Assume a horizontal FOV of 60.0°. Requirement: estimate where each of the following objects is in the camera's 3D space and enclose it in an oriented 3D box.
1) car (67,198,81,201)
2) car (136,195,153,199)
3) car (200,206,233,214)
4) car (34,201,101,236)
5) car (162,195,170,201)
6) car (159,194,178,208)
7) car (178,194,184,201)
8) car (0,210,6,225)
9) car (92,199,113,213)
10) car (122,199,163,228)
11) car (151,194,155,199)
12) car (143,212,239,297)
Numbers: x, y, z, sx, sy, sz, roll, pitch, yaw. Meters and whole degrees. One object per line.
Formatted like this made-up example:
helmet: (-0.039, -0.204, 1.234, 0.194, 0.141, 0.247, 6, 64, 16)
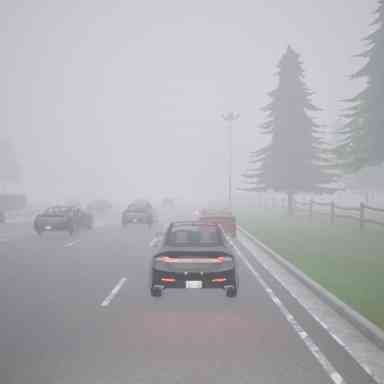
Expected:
car: (-17.109, 1.564, 48.038, 1.994, 1.385, 4.181, 0, 0, -16)
car: (-6.907, 1.547, 44.734, 2.033, 1.411, 5.357, 0, 0, 0)
car: (1.222, 1.478, 17.902, 1.882, 1.535, 5.008, 0, 0, 0)
car: (-6.902, 1.491, 18.419, 2.128, 1.511, 4.902, 0, 0, 0)
car: (-7.014, 1.524, 90.086, 1.812, 1.442, 4.674, 0, 0, 0)
car: (-3.405, 1.505, 49.184, 1.837, 1.490, 4.892, 0, 0, 0)
car: (-3.513, 1.525, 85.882, 2.128, 1.511, 4.902, 0, 0, 0)
car: (-13.903, 1.491, 21.228, 2.128, 1.511, 4.902, 0, 0, 0)
car: (-10.404, 1.547, 37.529, 2.033, 1.411, 5.357, 0, 0, 0)
car: (-3.404, 1.491, 22.284, 2.128, 1.511, 4.902, 0, 0, 0)
car: (-10.510, 1.524, 76.857, 2.128, 1.511, 4.902, 0, 0, 0)
car: (0.051, 1.491, 8.560, 2.128, 1.511, 4.902, 0, 0, 0)
